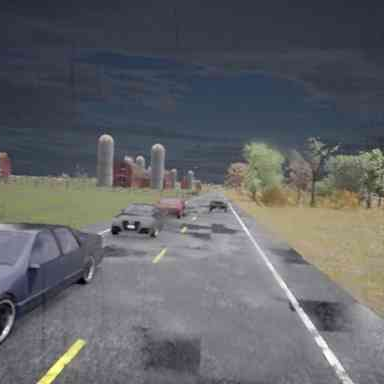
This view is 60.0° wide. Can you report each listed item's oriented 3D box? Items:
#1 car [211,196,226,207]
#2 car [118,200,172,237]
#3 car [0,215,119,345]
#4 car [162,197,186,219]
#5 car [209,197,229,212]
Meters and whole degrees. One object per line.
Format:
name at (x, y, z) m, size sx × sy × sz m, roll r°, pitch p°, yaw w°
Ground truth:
car at (3.882, 1.367, 48.386) m, size 1.895 × 1.301 × 4.718 m, roll 3°, pitch 1°, yaw 5°
car at (-2.425, 1.272, 16.088) m, size 1.994 × 1.385 × 4.181 m, roll 3°, pitch 1°, yaw 5°
car at (-3.253, 1.301, 6.150) m, size 2.033 × 1.411 × 5.357 m, roll 3°, pitch 1°, yaw 5°
car at (-1.583, 1.139, 26.058) m, size 1.882 × 1.535 × 5.008 m, roll 3°, pitch 1°, yaw 5°
car at (2.892, 1.329, 36.243) m, size 1.837 × 1.490 × 4.892 m, roll 3°, pitch 1°, yaw 5°
